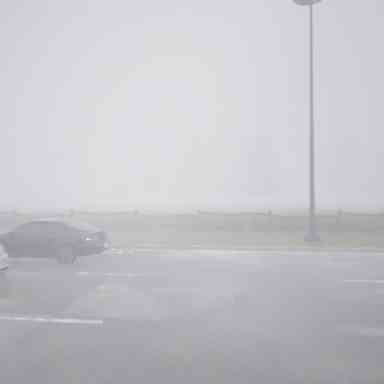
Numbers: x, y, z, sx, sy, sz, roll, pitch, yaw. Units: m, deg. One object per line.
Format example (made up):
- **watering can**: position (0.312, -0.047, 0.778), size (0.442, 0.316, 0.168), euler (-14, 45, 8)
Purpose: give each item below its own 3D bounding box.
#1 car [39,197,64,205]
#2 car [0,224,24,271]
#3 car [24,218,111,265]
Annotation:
- **car**: position (-29.133, 1.996, 69.020), size (4.605, 1.855, 1.932), euler (0, -1, 7)
- **car**: position (-7.087, 1.634, 8.438), size (4.674, 1.442, 1.812), euler (0, -1, 7)
- **car**: position (-5.232, 1.661, 11.740), size (4.674, 1.442, 1.812), euler (0, -1, 7)
